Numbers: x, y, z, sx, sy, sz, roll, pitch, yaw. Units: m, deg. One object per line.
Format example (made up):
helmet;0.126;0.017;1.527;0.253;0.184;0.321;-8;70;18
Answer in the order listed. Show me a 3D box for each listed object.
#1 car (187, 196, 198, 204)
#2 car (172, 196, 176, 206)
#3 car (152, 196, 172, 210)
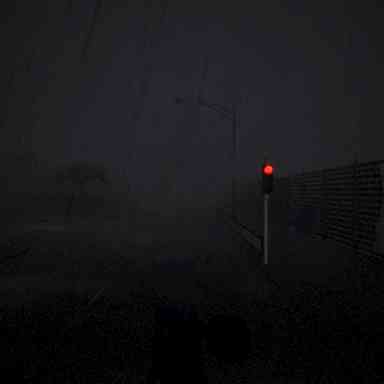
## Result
car;0.102;1.490;63.183;1.837;1.490;4.892;0;0;0
car;-4.006;1.465;53.457;1.882;1.535;5.008;0;0;0
car;-4.029;1.554;43.385;1.994;1.385;4.181;0;0;0
